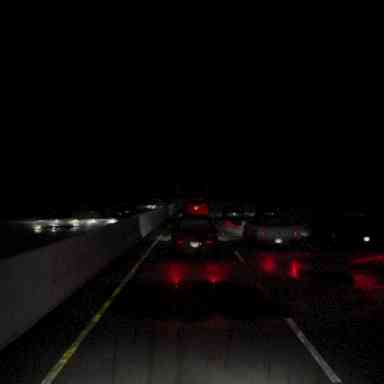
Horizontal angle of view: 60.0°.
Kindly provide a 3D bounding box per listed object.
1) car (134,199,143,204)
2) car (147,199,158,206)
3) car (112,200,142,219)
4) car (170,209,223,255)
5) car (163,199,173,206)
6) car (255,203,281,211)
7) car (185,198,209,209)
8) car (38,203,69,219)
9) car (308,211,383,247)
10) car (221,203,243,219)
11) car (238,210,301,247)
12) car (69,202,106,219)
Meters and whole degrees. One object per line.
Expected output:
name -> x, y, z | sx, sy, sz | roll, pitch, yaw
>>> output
car -> -12.416, 2.289, 75.382 | 2.033, 1.411, 5.357 | 0, -1, 2
car -> -8.917, 2.273, 75.282 | 2.128, 1.511, 4.902 | 0, -1, 2
car -> -6.701, 1.859, 33.739 | 1.837, 1.490, 4.892 | 0, -1, 2
car -> 0.103, 1.672, 13.871 | 1.812, 1.442, 4.674 | 0, -1, 0
car -> -5.418, 2.272, 75.182 | 2.128, 1.511, 4.902 | 0, -1, 2
car -> 7.482, 1.838, 32.980 | 2.128, 1.511, 4.902 | 0, -1, 2
car -> 0.463, 1.559, 32.105 | 2.150, 2.045, 5.566 | 0, -1, 2
car -> -13.707, 1.831, 33.654 | 1.882, 1.535, 5.008 | 0, -1, 2
car -> 7.125, 1.673, 15.939 | 1.837, 1.490, 4.892 | 0, 0, 1
car -> 3.981, 1.838, 32.981 | 2.128, 1.511, 4.902 | 0, -1, 2
car -> 3.624, 1.770, 16.022 | 1.895, 1.301, 4.718 | 0, -1, 0
car -> -10.208, 1.830, 33.566 | 1.882, 1.535, 5.008 | 0, -1, 2
